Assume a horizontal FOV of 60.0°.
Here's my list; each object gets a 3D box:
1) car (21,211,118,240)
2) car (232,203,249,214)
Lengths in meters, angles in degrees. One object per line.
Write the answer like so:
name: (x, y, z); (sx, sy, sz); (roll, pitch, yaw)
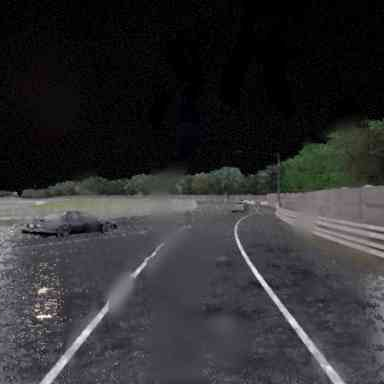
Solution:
car: (-6.710, 1.799, 18.856); (2.033, 1.411, 5.357); (0, -1, 34)
car: (7.065, 2.365, 48.238); (2.033, 1.411, 5.357); (0, -1, 16)
